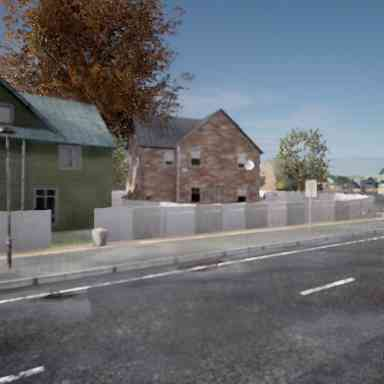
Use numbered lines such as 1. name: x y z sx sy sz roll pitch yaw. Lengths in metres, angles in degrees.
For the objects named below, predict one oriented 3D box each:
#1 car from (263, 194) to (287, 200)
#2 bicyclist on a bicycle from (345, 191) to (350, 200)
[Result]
1. car: 12.222 0.729 48.209 1.837 1.490 4.892 1 1 -20
2. bicyclist on a bicycle: 20.147 0.734 43.456 1.656 1.620 0.582 1 1 -20
